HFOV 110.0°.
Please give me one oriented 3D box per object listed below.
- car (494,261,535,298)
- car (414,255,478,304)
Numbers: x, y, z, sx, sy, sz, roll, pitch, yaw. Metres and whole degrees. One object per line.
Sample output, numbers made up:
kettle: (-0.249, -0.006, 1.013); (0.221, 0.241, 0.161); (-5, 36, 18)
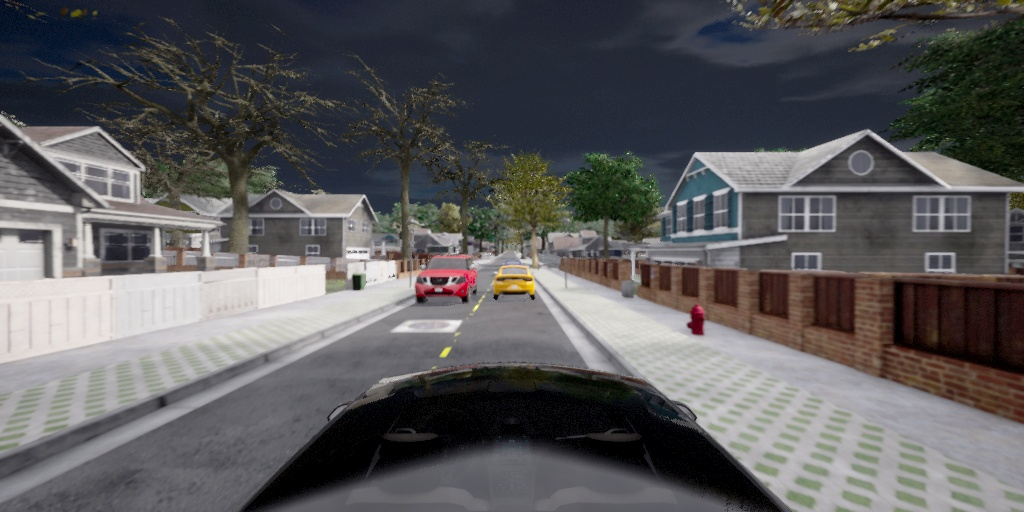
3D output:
car: (0.103, 1.199, 18.111); (1.882, 1.535, 5.008); (0, 0, 0)
car: (-2.848, 0.948, 16.677); (2.150, 2.045, 5.566); (0, 0, 0)
